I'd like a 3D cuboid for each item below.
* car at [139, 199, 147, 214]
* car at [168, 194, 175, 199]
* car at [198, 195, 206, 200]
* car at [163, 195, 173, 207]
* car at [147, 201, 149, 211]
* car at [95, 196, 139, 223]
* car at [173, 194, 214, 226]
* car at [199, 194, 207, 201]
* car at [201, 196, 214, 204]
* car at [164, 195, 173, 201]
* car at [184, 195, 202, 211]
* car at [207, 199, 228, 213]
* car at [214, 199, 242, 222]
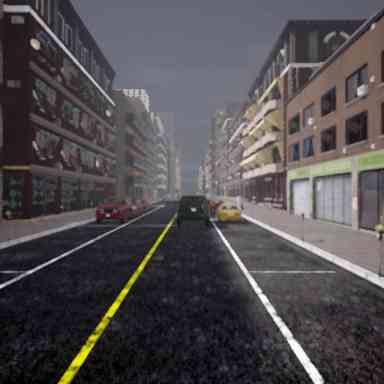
[{"bbox_3d":[-5.692,1.368,30.640,1.967,1.590,4.097,0,0,0],"label":"car"},{"bbox_3d":[-5.698,1.318,92.639,1.887,1.381,4.507,0,0,0],"label":"car"},{"bbox_3d":[2.683,1.354,87.000,1.947,1.339,4.313,0,0,0],"label":"car"},{"bbox_3d":[-3.006,1.483,49.802,1.895,1.301,4.718,0,0,0],"label":"car"},{"bbox_3d":[-5.692,1.460,36.278,1.887,1.381,4.507,0,0,0],"label":"car"},{"bbox_3d":[-5.690,1.257,25.004,2.192,1.841,5.009,0,0,0],"label":"car"},{"bbox_3d":[0.095,1.169,23.067,2.150,2.045,5.566,0,0,0],"label":"car"},{"bbox_3d":[2.684,1.327,81.533,1.752,1.417,4.829,0,0,0],"label":"car"},{"bbox_3d":[2.686,1.410,58.818,2.008,1.369,4.403,0,0,0],"label":"car"},{"bbox_3d":[-5.697,1.353,81.367,2.008,1.369,4.403,0,0,0],"label":"car"},{"bbox_3d":[0.096,1.256,40.255,2.097,1.767,4.553,0,0,0],"label":"car"},{"bbox_3d":[2.688,1.459,36.274,1.887,1.381,4.507,0,0,0],"label":"car"},{"bbox_3d":[2.689,1.467,25.172,1.752,1.417,4.829,0,0,0],"label":"car"}]
